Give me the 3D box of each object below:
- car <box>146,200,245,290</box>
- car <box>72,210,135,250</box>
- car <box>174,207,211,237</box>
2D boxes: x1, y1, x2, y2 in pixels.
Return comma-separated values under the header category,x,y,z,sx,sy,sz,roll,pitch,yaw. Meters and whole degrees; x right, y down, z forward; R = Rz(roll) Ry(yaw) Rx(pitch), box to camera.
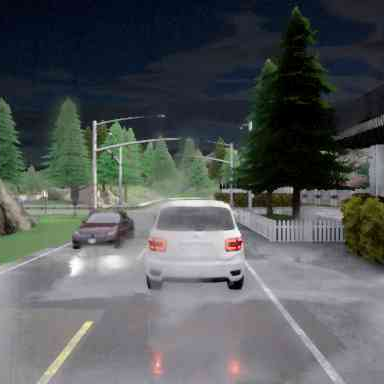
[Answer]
category,x,y,z,sx,sy,sz,roll,pitch,yaw
car,0.063,1.221,9.234,2.150,2.045,5.566,0,0,0
car,-3.639,1.525,14.440,1.812,1.442,4.674,0,0,0
car,0.015,1.601,18.997,1.895,1.301,4.718,0,0,0
